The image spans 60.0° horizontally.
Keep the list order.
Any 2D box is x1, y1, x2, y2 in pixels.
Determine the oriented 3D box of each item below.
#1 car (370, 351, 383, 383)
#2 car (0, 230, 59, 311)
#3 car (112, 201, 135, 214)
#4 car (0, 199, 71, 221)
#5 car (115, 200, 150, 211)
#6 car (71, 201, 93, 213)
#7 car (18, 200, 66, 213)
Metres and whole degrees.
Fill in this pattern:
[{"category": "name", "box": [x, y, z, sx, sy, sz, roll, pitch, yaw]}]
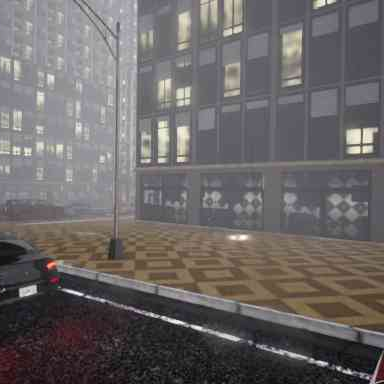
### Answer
[{"category": "car", "box": [3.219, 1.353, 1.393, 4.553, 1.767, 2.097, 0, 0, 35]}, {"category": "car", "box": [-4.674, 1.522, 7.001, 4.674, 1.442, 1.812, 0, 0, 35]}, {"category": "car", "box": [-6.994, 1.829, 38.448, 1.752, 1.417, 4.829, 1, 0, 36]}, {"category": "car", "box": [-13.780, 1.518, 29.228, 2.192, 1.841, 5.009, 1, 0, 36]}, {"category": "car", "box": [-8.271, 1.861, 46.457, 1.895, 1.301, 4.718, 1, 0, 36]}, {"category": "car", "box": [-13.734, 1.744, 39.037, 1.994, 1.385, 4.181, 1, 0, 37]}, {"category": "car", "box": [-17.290, 1.641, 38.599, 1.752, 1.417, 4.829, 1, 0, 36]}]
